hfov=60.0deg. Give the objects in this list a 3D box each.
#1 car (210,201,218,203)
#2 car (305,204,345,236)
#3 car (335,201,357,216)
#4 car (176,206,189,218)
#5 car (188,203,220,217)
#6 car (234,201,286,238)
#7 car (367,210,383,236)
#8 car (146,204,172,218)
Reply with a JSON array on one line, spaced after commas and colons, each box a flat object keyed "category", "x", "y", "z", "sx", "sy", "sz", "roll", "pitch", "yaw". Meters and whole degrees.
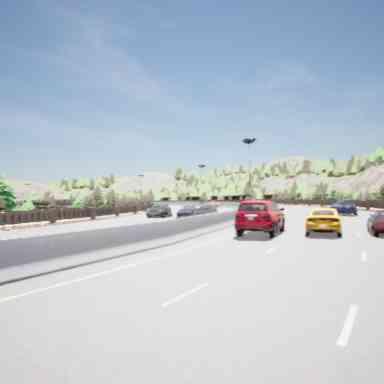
[{"category": "car", "x": 4.955, "y": 2.754, "z": 73.595, "sx": 1.882, "sy": 1.535, "sz": 5.008, "roll": -1, "pitch": -1, "yaw": -7}, {"category": "car", "x": 7.988, "y": 1.717, "z": 20.089, "sx": 1.882, "sy": 1.535, "sz": 5.008, "roll": -1, "pitch": -1, "yaw": 23}, {"category": "car", "x": 17.334, "y": 1.757, "z": 38.172, "sx": 2.097, "sy": 1.767, "sz": 4.553, "roll": -1, "pitch": -1, "yaw": 12}, {"category": "car", "x": -0.349, "y": 2.320, "z": 39.678, "sx": 2.033, "sy": 1.411, "sz": 5.357, "roll": -1, "pitch": -1, "yaw": 13}, {"category": "car", "x": 1.463, "y": 2.121, "z": 33.284, "sx": 1.837, "sy": 1.490, "sz": 4.892, "roll": -1, "pitch": -1, "yaw": 16}, {"category": "car", "x": 4.216, "y": 1.533, "z": 20.086, "sx": 2.150, "sy": 2.045, "sz": 5.566, "roll": -1, "pitch": -1, "yaw": 24}, {"category": "car", "x": 11.331, "y": 1.722, "z": 19.126, "sx": 1.994, "sy": 1.385, "sz": 4.181, "roll": -2, "pitch": -1, "yaw": 23}, {"category": "car", "x": -3.909, "y": 2.201, "z": 40.077, "sx": 2.097, "sy": 1.767, "sz": 4.553, "roll": -1, "pitch": -1, "yaw": 13}]
